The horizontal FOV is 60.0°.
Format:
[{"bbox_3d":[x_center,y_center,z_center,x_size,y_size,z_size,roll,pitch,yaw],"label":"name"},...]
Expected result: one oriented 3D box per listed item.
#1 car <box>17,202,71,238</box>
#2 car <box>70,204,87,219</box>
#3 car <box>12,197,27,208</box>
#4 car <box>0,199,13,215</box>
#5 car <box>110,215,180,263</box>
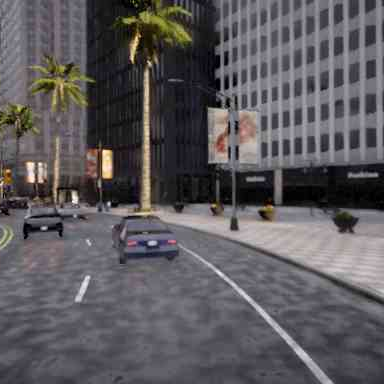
[{"bbox_3d":[-8.126,1.514,18.032,2.128,1.511,4.902,0,0,-26],"label":"car"},{"bbox_3d":[-10.638,1.624,28.126,1.895,1.301,4.718,0,0,-39],"label":"car"},{"bbox_3d":[-26.256,1.566,50.036,2.231,1.521,4.892,0,0,-42],"label":"car"},{"bbox_3d":[-19.765,1.575,33.258,1.837,1.490,4.892,0,0,-42],"label":"car"},{"bbox_3d":[-1.881,1.541,12.100,2.033,1.411,5.357,0,0,-17],"label":"car"}]
